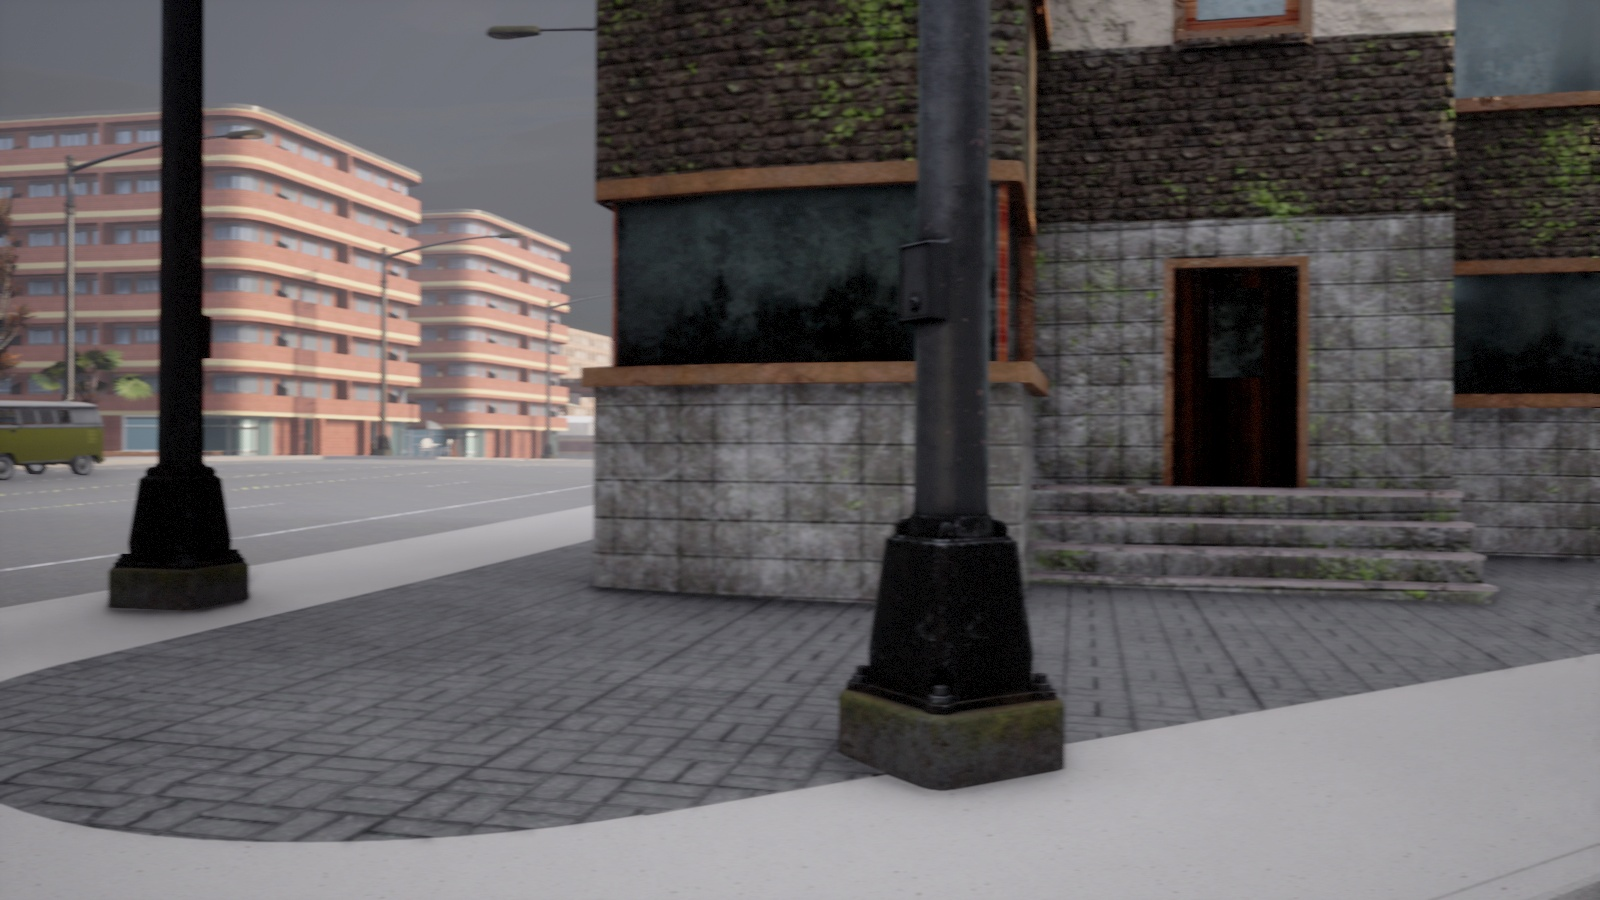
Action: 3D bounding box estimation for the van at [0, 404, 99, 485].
[{"bbox_3d":[-20.283,-0.169,31.924,1.775,1.987,4.442,0,2,12],"label":"van"}]
